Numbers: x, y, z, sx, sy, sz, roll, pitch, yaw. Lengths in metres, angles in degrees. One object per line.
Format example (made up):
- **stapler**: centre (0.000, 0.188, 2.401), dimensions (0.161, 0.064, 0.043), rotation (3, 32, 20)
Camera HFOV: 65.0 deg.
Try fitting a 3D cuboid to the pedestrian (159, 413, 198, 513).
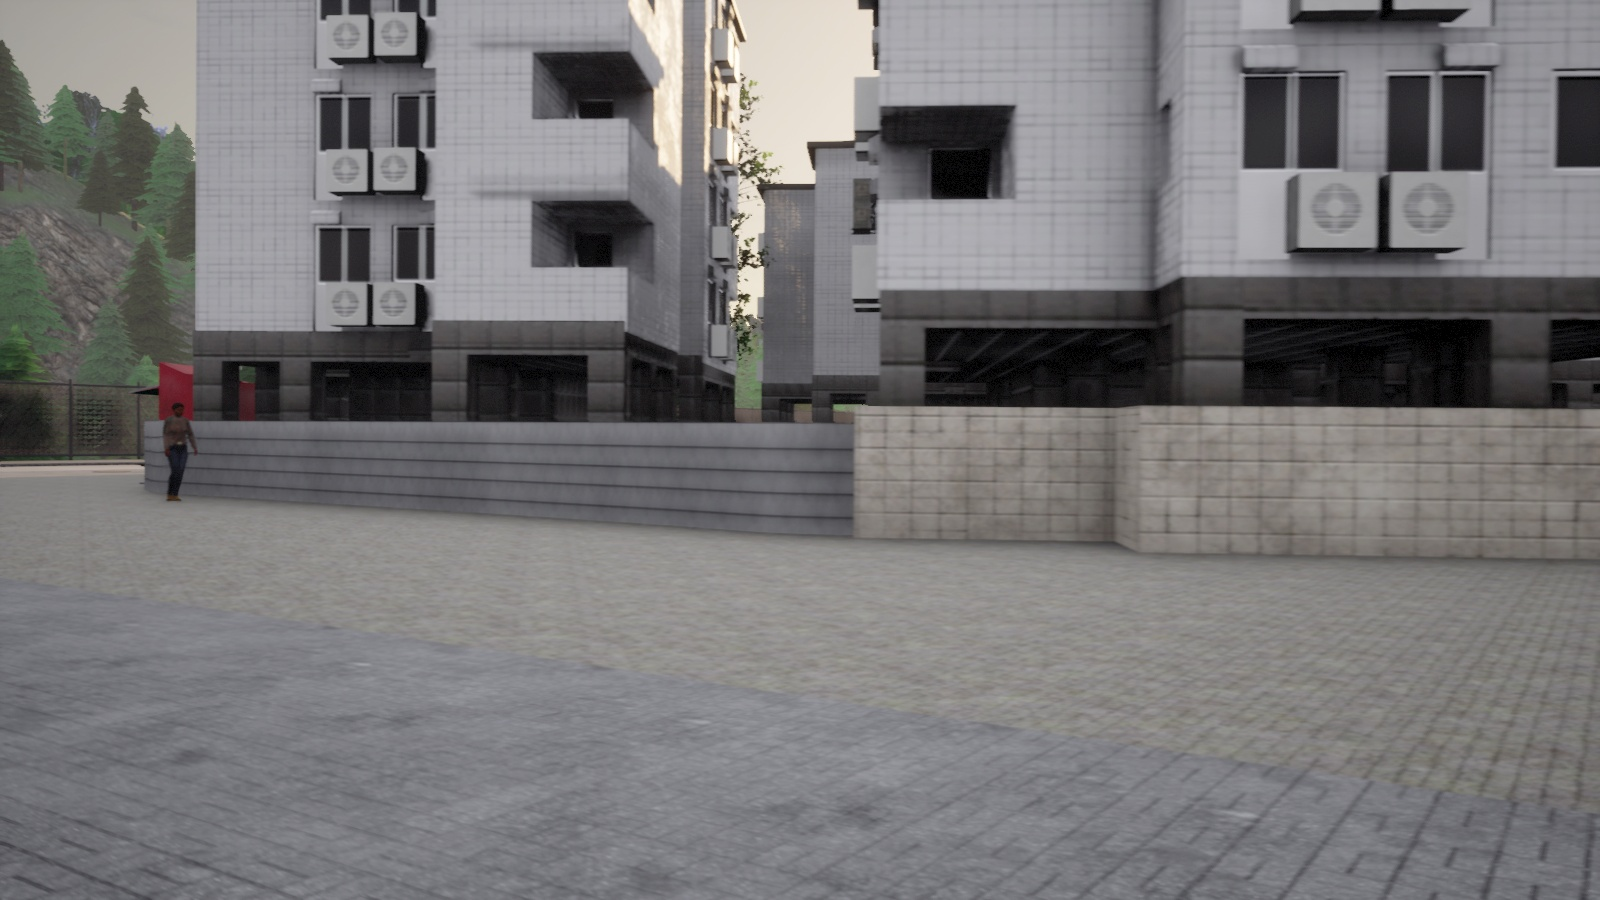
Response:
- **pedestrian**: centre (-11.401, 0.230, 23.043), dimensions (0.869, 1.805, 0.328), rotation (0, 1, 42)
